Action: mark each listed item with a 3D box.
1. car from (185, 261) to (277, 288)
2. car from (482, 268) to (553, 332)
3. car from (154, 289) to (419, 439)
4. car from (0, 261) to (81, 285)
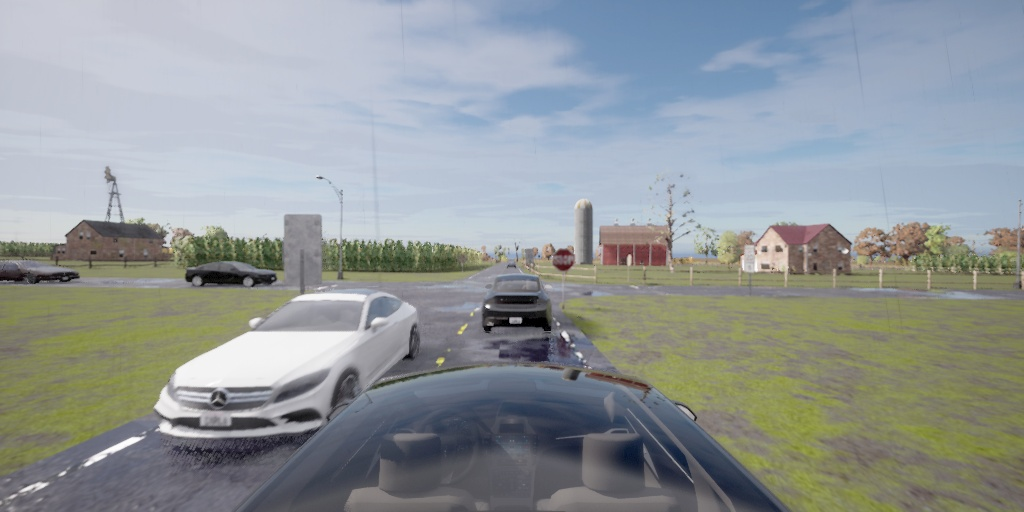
[{"bbox_3d":[-17.495,1.120,22.496,5.008,1.535,1.882,1,0,0],"label":"car"},{"bbox_3d":[0.202,1.304,11.080,1.837,1.490,4.892,0,0,3],"label":"car"},{"bbox_3d":[-2.799,1.295,5.723,1.812,1.442,4.674,0,0,0],"label":"car"},{"bbox_3d":[-30.607,0.995,22.434,5.357,1.411,2.033,1,0,0],"label":"car"}]
